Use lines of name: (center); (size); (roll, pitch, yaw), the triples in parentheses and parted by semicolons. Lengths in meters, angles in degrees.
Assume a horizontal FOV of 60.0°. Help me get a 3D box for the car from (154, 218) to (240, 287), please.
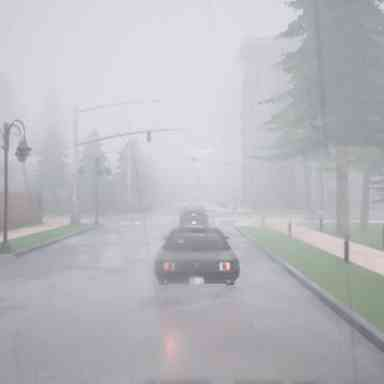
car: (0.115, 1.650, 9.441); (1.895, 1.301, 4.718); (0, 0, 0)

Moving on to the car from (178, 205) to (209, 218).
car: (0.119, 1.622, 22.650); (1.837, 1.490, 4.892); (0, 0, 0)
